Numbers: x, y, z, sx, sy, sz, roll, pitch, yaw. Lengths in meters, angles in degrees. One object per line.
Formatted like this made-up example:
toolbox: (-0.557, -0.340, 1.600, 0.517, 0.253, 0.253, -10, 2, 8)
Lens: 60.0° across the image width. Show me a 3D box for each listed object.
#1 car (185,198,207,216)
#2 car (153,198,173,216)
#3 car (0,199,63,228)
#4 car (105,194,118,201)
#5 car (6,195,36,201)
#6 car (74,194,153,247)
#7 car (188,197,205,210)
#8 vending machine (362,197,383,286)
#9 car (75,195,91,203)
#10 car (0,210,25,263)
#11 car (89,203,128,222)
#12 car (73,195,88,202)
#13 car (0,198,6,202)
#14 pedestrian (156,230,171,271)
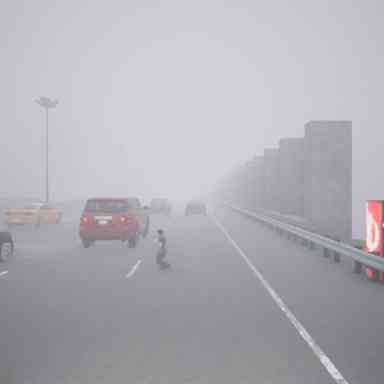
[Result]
car: (0.374, 1.477, 32.125, 1.882, 1.535, 5.008, 0, 0, 1)
car: (-3.095, 1.353, 33.068, 2.097, 1.767, 4.553, 0, 0, 1)
car: (-10.263, 1.477, 21.994, 1.882, 1.535, 5.008, 0, 0, 0)
car: (-19.959, 1.354, 82.767, 2.097, 1.767, 4.553, 0, 0, -2)
car: (-20.572, 1.506, 41.488, 1.837, 1.490, 4.892, 0, 0, 2)
car: (-3.308, 1.221, 15.122, 2.150, 2.045, 5.566, 0, 0, 0)
car: (0.653, 1.491, 43.585, 2.128, 1.511, 4.902, 0, 0, 2)
vending machine: (5.050, 1.195, 8.380, 1.100, 2.100, 0.880, 0, 0, 0)
car: (-23.375, 1.499, 71.493, 1.837, 1.490, 4.892, 0, 0, 0)
car: (-6.846, 1.477, 9.030, 1.882, 1.535, 5.008, 0, 0, 0)
car: (-6.709, 1.600, 27.239, 1.895, 1.301, 4.718, 0, 0, 1)
car: (-26.925, 1.539, 80.474, 2.033, 1.411, 5.357, 0, 0, 0)
car: (-24.065, 1.491, 42.284, 2.128, 1.511, 4.902, 0, 0, 2)
pedestrian: (-0.831, 1.574, 9.350, 0.375, 1.300, 0.375, 0, 0, 0)
